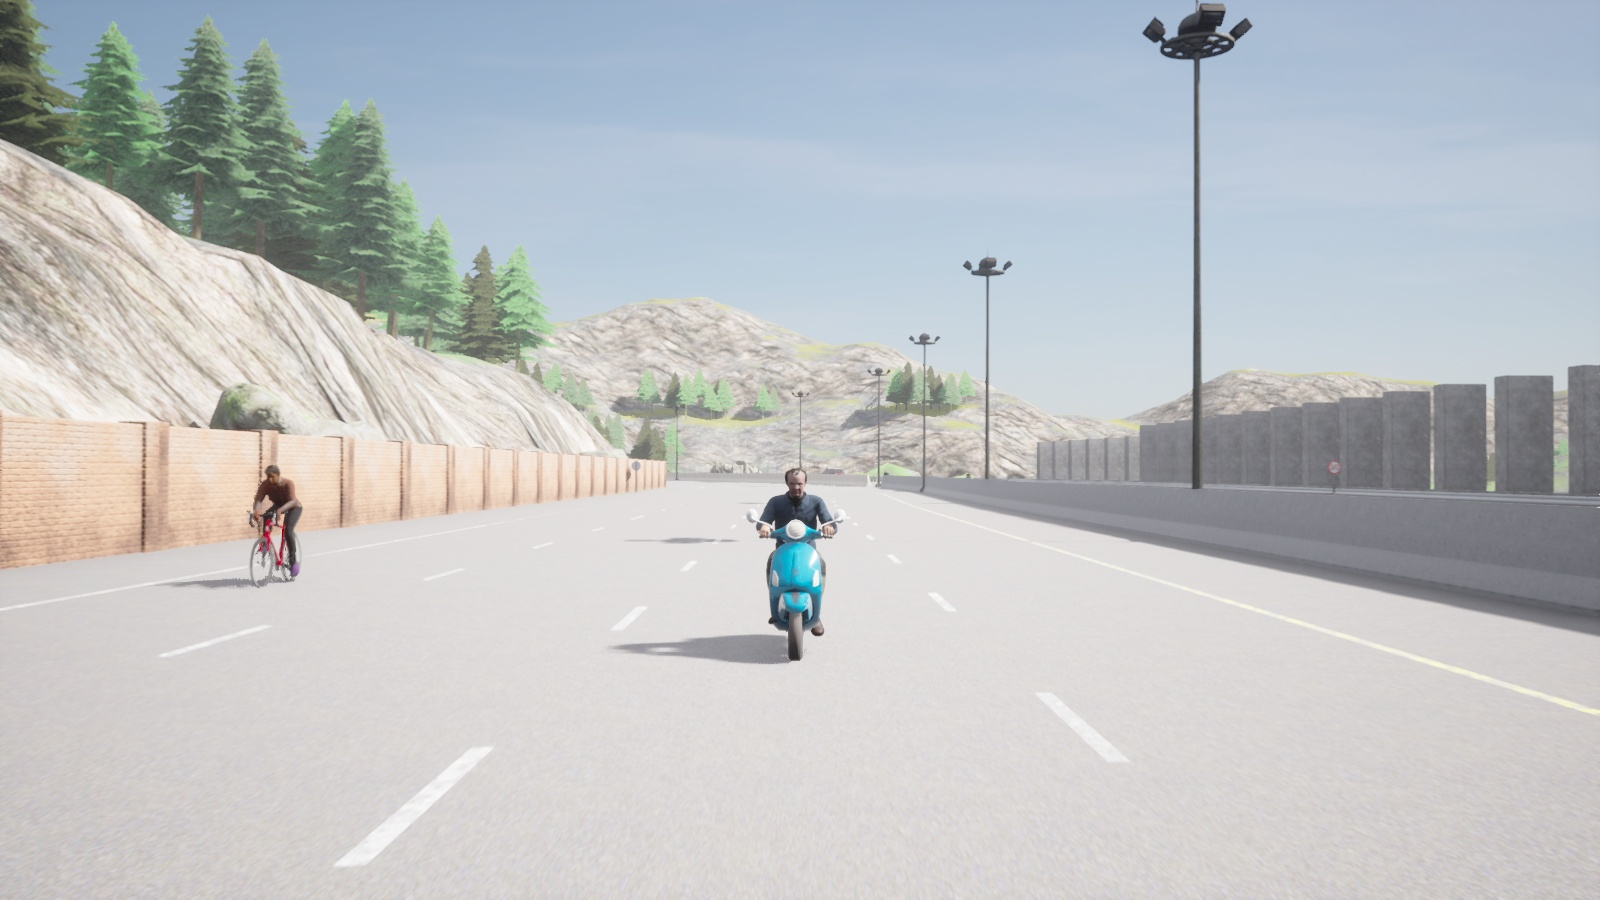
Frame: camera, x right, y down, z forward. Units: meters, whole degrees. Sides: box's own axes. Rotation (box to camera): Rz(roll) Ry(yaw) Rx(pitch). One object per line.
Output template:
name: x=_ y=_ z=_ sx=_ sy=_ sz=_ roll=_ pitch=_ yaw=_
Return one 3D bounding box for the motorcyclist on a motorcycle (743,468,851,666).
motorcyclist on a motorcycle: x=-0.030 y=0.953 z=11.047 sx=0.866 sy=1.590 sz=1.817 roll=0 pitch=-1 yaw=0

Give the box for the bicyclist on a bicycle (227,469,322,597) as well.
bicyclist on a bicycle: x=-7.045 y=1.079 z=16.907 sx=0.582 sy=1.620 sz=1.656 roll=0 pitch=0 yaw=0
